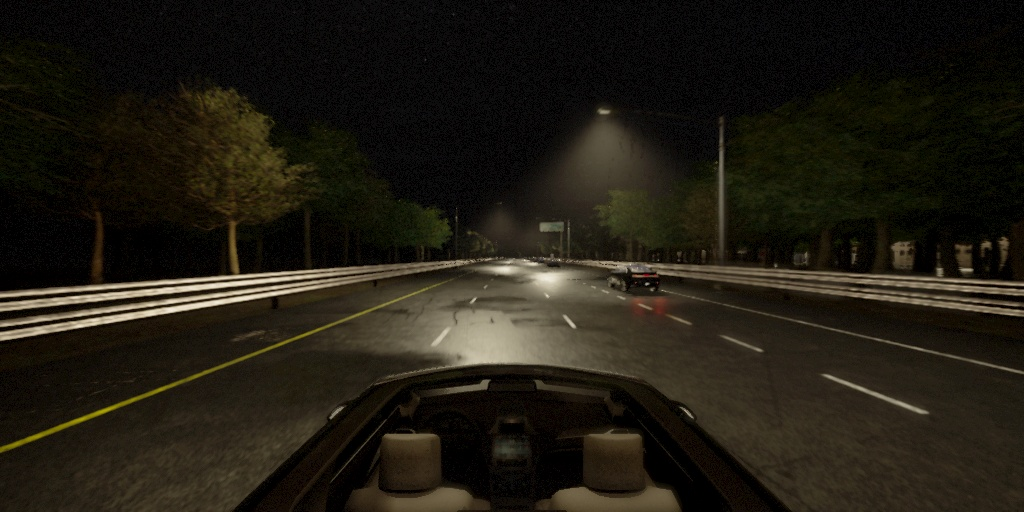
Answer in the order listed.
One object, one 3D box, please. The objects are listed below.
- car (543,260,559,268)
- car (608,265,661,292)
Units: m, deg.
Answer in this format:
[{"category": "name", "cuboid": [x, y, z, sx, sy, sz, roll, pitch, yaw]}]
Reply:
[{"category": "car", "cuboid": [7.222, 1.367, 64.072, 1.994, 1.385, 4.181, 0, 0, 0]}, {"category": "car", "cuboid": [7.022, 1.256, 21.062, 2.128, 1.511, 4.902, 0, 0, 0]}]
